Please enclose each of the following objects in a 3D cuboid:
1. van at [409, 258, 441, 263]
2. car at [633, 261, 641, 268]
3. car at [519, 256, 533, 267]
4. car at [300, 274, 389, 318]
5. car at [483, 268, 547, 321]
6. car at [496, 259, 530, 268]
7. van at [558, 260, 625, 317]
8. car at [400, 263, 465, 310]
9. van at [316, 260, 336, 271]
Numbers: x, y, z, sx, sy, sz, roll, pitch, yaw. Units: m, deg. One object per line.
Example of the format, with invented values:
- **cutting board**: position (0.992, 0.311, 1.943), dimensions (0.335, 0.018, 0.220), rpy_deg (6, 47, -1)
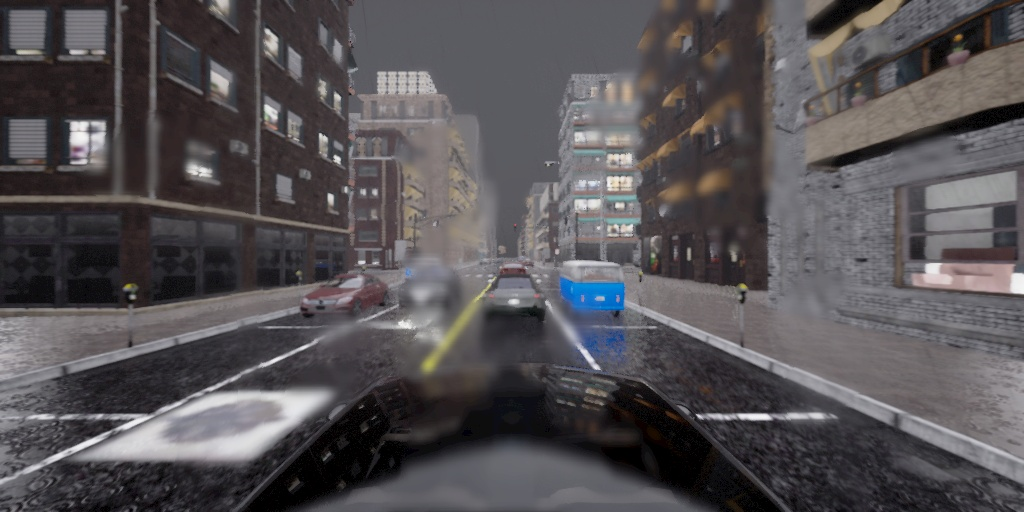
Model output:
- **van**: position (-5.811, 1.032, 24.030), dimensions (1.690, 1.789, 3.998), rpy_deg (0, 0, 0)
- **car**: position (18.253, 0.895, 47.494), dimensions (4.313, 1.339, 1.948), rpy_deg (0, 0, 0)
- **car**: position (2.669, 1.039, 61.928), dimensions (1.967, 1.591, 4.097), rpy_deg (0, 0, 0)
- **car**: position (-5.695, 1.303, 12.761), dimensions (1.802, 1.307, 4.207), rpy_deg (0, 0, 0)
- **car**: position (0.086, 1.286, 12.326), dimensions (1.994, 1.385, 4.181), rpy_deg (0, 0, 0)
- **car**: position (0.084, 1.163, 26.318), dimensions (1.882, 1.535, 5.008), rpy_deg (0, 0, 0)
- **van**: position (2.686, 1.062, 12.760), dimensions (1.690, 1.789, 3.998), rpy_deg (0, 0, 0)
- **car**: position (-3.098, 1.207, 14.667), dimensions (2.128, 1.511, 4.902), rpy_deg (0, 0, 0)
- **van**: position (-25.384, 1.379, 47.275), dimensions (3.998, 1.789, 1.690), rpy_deg (0, 0, 0)
